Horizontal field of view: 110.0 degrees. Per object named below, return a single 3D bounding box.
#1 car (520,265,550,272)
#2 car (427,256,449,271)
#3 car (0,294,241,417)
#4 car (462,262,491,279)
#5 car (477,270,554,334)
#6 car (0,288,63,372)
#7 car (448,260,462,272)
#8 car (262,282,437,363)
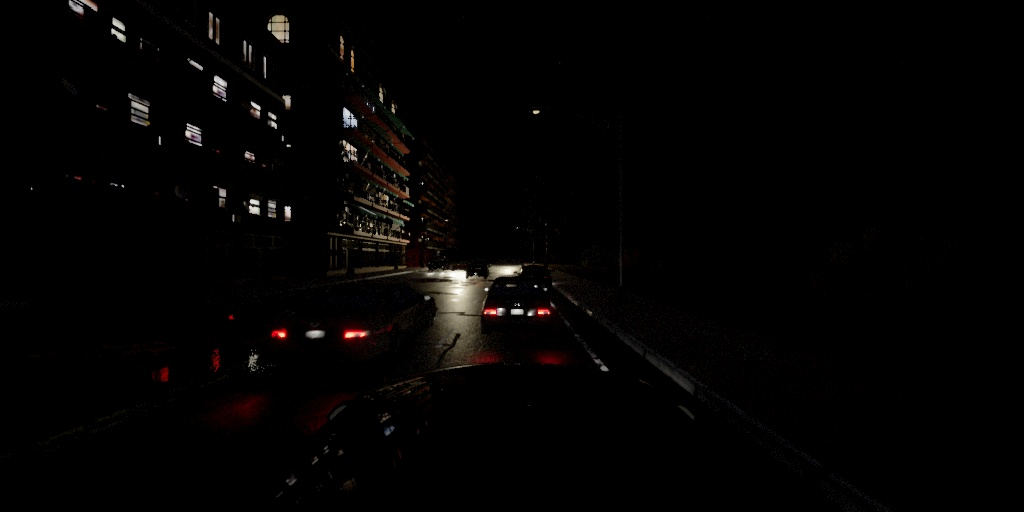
[{"bbox_3d":[1.171,1.256,20.240,1.837,1.490,4.892,0,0,0],"label":"car"},{"bbox_3d":[-9.763,0.968,48.280,2.150,2.045,5.566,0,0,0],"label":"car"},{"bbox_3d":[-6.597,1.297,5.080,2.033,1.411,5.357,0,0,0],"label":"car"},{"bbox_3d":[-3.093,1.255,32.734,1.837,1.490,4.892,0,0,0],"label":"car"},{"bbox_3d":[0.117,1.298,10.551,2.033,1.411,5.357,0,0,0],"label":"car"},{"bbox_3d":[-9.844,1.314,4.973,1.994,1.385,4.181,0,0,0],"label":"car"},{"bbox_3d":[-6.518,1.348,45.824,1.895,1.301,4.718,0,0,0],"label":"car"},{"bbox_3d":[-3.141,1.297,8.241,2.033,1.411,5.357,0,0,0],"label":"car"}]
